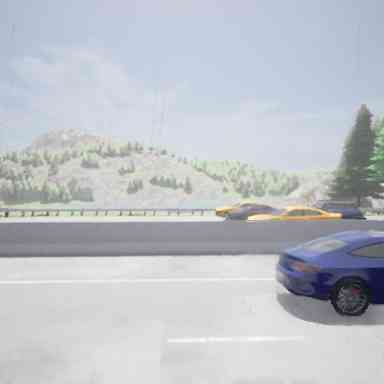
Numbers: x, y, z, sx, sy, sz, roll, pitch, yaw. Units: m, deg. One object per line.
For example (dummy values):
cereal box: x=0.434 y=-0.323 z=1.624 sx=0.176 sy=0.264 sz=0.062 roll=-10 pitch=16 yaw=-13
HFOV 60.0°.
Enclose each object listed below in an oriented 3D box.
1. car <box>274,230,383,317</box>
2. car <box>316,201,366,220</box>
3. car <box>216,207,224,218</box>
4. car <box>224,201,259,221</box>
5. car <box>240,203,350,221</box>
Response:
car: x=4.105 y=1.536 z=6.912 sx=4.674 sy=1.442 sz=1.812 roll=0 pitch=0 yaw=-3
car: x=8.528 y=1.387 z=21.321 sx=4.553 sy=1.767 sz=2.097 roll=0 pitch=0 yaw=-3
car: x=4.556 y=1.530 z=28.152 sx=5.008 sy=1.535 sz=1.882 roll=0 pitch=0 yaw=-3
car: x=4.767 y=1.609 z=24.657 sx=4.181 sy=1.385 sz=1.994 roll=0 pitch=0 yaw=-3
car: x=5.355 y=1.508 z=17.677 sx=5.008 sy=1.535 sz=1.882 roll=0 pitch=0 yaw=-3
